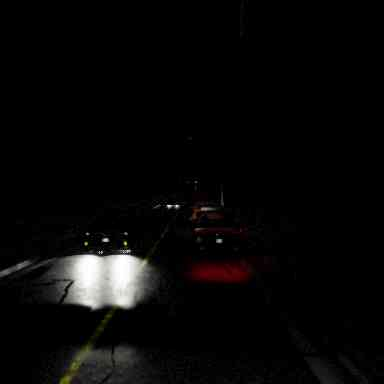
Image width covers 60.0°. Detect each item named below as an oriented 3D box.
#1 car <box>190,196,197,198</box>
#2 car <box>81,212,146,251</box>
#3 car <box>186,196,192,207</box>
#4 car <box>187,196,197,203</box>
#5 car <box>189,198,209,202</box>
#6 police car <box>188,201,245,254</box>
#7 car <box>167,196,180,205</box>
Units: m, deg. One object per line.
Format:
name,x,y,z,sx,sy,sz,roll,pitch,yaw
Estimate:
car,0.907,1.412,29.458,1.882,1.535,5.008,0,0,0
car,-3.095,1.531,13.902,1.994,1.385,4.181,0,0,0
car,0.013,1.439,49.983,2.033,1.411,5.357,0,0,0
car,0.016,1.417,64.984,1.994,1.385,4.181,0,0,0
car,0.905,1.425,23.457,1.882,1.535,5.008,0,0,0
police car,0.903,1.394,13.566,1.930,1.638,5.238,0,0,0
car,-3.047,1.426,55.574,2.033,1.411,5.357,0,0,1
